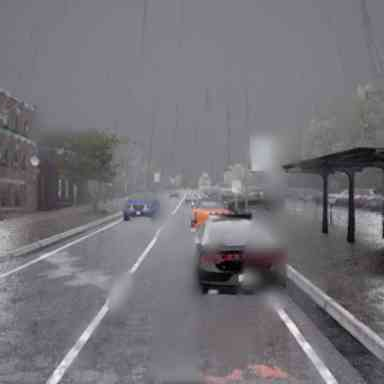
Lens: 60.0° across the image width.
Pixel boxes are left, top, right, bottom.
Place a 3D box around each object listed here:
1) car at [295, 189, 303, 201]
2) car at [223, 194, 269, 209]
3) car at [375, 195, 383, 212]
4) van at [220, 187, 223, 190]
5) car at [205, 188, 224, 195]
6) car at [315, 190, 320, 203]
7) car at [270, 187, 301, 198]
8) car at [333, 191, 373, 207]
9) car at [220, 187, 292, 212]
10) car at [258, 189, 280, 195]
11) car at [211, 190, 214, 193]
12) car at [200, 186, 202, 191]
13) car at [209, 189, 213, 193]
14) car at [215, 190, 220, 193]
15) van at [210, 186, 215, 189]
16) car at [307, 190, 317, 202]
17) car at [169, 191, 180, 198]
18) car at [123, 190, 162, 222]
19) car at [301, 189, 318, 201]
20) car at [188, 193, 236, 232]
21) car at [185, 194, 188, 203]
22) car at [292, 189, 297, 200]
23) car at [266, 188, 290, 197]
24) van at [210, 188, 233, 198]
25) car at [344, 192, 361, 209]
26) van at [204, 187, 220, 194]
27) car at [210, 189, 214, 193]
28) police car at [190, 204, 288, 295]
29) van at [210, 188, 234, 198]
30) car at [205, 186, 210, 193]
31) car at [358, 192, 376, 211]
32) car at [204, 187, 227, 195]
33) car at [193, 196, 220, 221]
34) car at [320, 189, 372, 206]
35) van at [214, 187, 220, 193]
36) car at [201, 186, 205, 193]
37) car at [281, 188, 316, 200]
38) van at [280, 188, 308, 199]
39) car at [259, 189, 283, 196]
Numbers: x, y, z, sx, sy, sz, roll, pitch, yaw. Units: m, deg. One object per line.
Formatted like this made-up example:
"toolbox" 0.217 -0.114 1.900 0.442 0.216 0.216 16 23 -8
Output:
"car" 18.756 0.753 50.590 4.792 1.488 2.163 0 1 0
"car" 5.729 1.013 35.883 4.674 1.452 2.002 0 1 0
"car" 18.846 1.124 28.390 4.792 1.488 2.163 0 1 0
"van" 5.839 0.702 38.681 4.442 1.987 1.878 0 1 0
"car" 5.628 -0.175 83.533 4.553 1.767 2.185 0 1 0
"car" 18.791 0.871 42.264 4.892 1.521 2.231 0 1 0
"car" 18.791 0.092 67.242 5.566 2.045 2.435 0 1 0
"car" 18.810 0.960 36.715 5.008 1.535 2.097 0 1 0
"car" 5.706 0.812 30.272 5.566 2.045 2.435 0 1 0
"car" 18.748 0.010 81.123 4.892 1.521 2.231 0 1 0
"car" 5.736 0.765 49.899 4.792 1.488 2.163 0 1 0
"car" 5.638 -0.319 94.746 5.008 1.535 2.097 0 1 0
"car" 5.705 0.619 55.508 4.892 1.521 2.231 0 1 0
"car" 5.713 0.882 41.488 5.008 1.535 2.097 0 1 0
"van" 5.811 0.331 58.310 4.442 1.987 1.878 0 1 0
"car" 18.788 0.823 45.042 5.008 1.535 2.097 0 1 0
"car" -3.268 0.464 64.389 2.033 1.411 5.357 0 1 0
"car" -3.351 0.910 23.487 2.150 2.045 5.566 0 1 0
"car" 18.974 0.770 47.819 5.366 1.575 1.946 0 1 0
"car" 0.973 1.120 18.532 2.097 1.767 4.553 0 1 0
"car" 0.033 0.875 47.047 1.895 1.301 4.718 0 1 1
"car" 18.810 0.694 53.373 4.792 1.488 2.163 0 1 0
"car" 18.785 0.084 72.796 4.553 1.767 2.185 0 1 0
"van" 5.800 0.129 66.716 4.442 1.987 1.878 0 1 0
"car" 18.814 1.005 33.939 5.008 1.535 2.097 0 1 0
"van" 5.531 -0.477 91.938 4.442 1.987 1.878 0 1 0
"car" 5.700 0.718 52.707 4.674 1.452 2.002 0 1 0
"police car" 0.974 1.337 8.664 1.930 1.638 5.238 0 1 0
"van" 5.804 0.196 63.913 4.442 1.987 1.878 0 1 0
"car" 5.663 0.238 61.109 5.566 2.045 2.435 0 1 0
"car" 18.819 1.051 31.164 4.892 1.521 2.231 0 1 0
"car" 5.635 -0.233 80.728 5.566 2.045 2.435 0 1 0
"car" 0.974 1.124 24.761 1.801 1.575 5.366 0 1 0
"car" 18.772 0.664 39.486 5.566 2.045 2.435 0 1 0
"van" 5.598 0.610 44.291 4.442 1.987 1.878 0 1 0
"car" 5.639 -0.166 77.925 5.566 2.045 2.435 0 1 0
"car" 18.802 0.292 58.917 5.566 2.045 2.435 0 1 0
"van" 18.887 0.250 61.693 4.442 1.987 1.878 0 1 0
"car" 18.561 0.073 78.347 5.366 1.575 1.946 0 1 0
